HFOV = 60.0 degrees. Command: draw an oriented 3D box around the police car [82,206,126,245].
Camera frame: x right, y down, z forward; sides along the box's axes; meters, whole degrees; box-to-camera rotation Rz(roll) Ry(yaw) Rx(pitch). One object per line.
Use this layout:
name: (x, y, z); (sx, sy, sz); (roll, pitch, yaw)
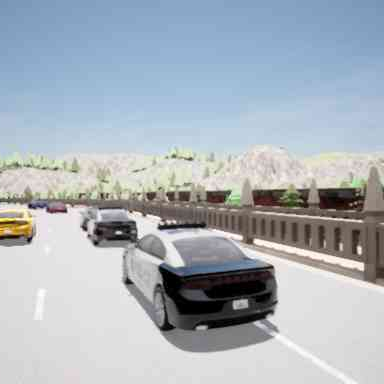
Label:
police car: (-4.105, 1.544, 16.510); (1.930, 1.638, 5.238); (0, 0, -23)

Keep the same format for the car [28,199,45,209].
car: (-24.147, 1.827, 52.048); (2.097, 1.767, 4.553); (0, 0, -39)

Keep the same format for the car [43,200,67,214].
car: (-16.834, 1.921, 41.266); (1.994, 1.385, 4.181); (0, 0, -32)

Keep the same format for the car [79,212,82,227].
car: (-6.358, 1.693, 21.951); (1.812, 1.442, 4.674); (0, 0, -23)

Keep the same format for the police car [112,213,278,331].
police car: (-0.278, 1.464, 7.272); (1.930, 1.638, 5.238); (0, 0, -23)

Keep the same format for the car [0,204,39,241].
car: (-9.208, 1.644, 17.202); (1.882, 1.535, 5.008); (0, 0, -22)
